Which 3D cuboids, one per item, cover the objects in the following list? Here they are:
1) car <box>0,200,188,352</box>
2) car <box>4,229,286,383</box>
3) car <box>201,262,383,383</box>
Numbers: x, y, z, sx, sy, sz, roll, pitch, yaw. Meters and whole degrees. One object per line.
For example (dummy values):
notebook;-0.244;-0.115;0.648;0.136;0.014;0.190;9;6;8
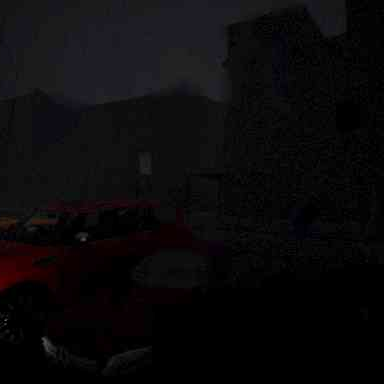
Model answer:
car;-2.220;1.214;6.700;2.435;2.045;5.566;0;0;36
car;0.062;1.518;5.108;2.002;1.452;4.674;0;0;36
car;2.344;1.516;3.511;2.163;1.488;4.792;0;0;36
